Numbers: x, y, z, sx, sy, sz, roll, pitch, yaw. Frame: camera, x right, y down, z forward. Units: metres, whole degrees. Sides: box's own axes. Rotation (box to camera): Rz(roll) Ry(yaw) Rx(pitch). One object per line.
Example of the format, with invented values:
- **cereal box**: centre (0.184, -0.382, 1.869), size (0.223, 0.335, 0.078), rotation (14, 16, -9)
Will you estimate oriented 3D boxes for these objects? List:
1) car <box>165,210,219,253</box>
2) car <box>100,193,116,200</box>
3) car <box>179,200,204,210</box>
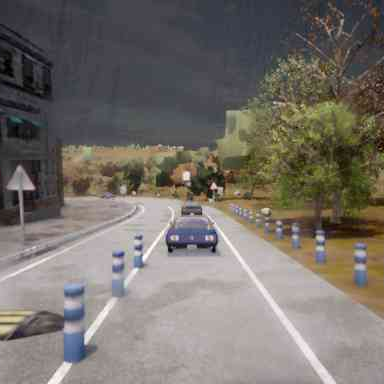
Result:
- **car**: centre (0.001, 1.616, 13.700), size (1.895, 1.301, 4.718), rotation (0, 0, 0)
- **car**: centre (-17.642, 0.841, 69.599), size (1.994, 1.385, 4.181), rotation (-5, 3, -39)
- **car**: centre (-0.050, 1.491, 28.791), size (1.837, 1.490, 4.892), rotation (0, 1, -1)
